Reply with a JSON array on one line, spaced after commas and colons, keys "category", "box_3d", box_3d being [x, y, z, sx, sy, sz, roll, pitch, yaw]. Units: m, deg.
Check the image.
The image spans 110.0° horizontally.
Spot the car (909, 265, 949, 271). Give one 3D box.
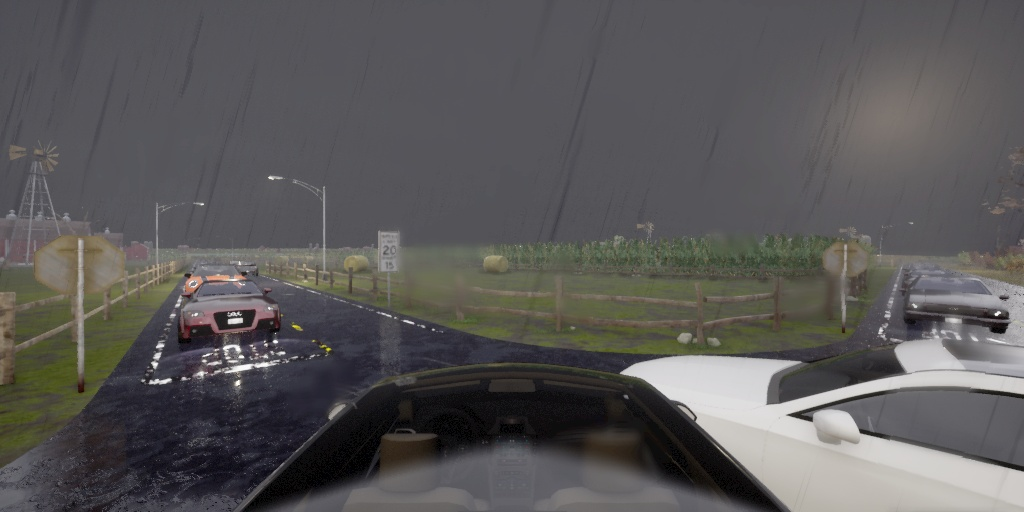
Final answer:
[{"category": "car", "box_3d": [21.018, 1.364, 17.929, 4.181, 1.385, 1.994, 0, 1, -43]}]

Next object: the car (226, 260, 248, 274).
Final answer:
[{"category": "car", "box_3d": [-33.291, 1.275, 43.348, 1.837, 1.490, 4.892, 0, 0, -41]}]

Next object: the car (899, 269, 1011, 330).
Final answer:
[{"category": "car", "box_3d": [13.622, 1.335, 11.209, 5.357, 1.411, 2.033, 0, 1, -42]}]

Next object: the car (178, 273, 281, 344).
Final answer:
[{"category": "car", "box_3d": [-7.849, 1.349, 9.931, 1.994, 1.385, 4.181, 0, 0, -42]}]

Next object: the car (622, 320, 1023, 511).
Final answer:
[{"category": "car", "box_3d": [2.857, 1.293, 2.241, 1.812, 1.442, 4.674, 0, 1, -43]}]

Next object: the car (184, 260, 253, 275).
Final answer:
[{"category": "car", "box_3d": [-13.562, 1.130, 16.469, 2.097, 1.767, 4.553, 0, 0, -41]}]

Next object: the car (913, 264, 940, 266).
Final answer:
[{"category": "car", "box_3d": [28.645, 1.309, 24.850, 4.902, 1.511, 2.128, 0, 1, -42]}]

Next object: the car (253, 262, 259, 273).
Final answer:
[{"category": "car", "box_3d": [-26.642, 1.259, 35.825, 2.128, 1.511, 4.902, 0, 0, -41]}]
